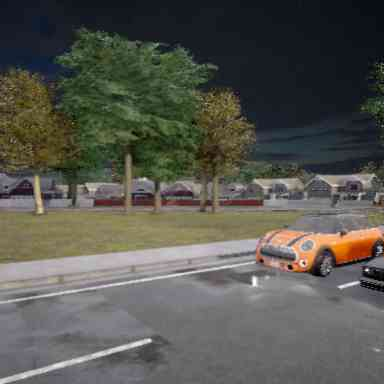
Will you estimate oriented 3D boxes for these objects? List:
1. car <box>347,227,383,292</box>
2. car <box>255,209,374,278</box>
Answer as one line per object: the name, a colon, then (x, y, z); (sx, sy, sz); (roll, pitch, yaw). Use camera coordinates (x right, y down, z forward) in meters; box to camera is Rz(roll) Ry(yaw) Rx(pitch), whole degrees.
car: (6.305, 1.661, 8.183); (5.357, 1.411, 2.033); (1, 0, -36)
car: (4.160, 1.462, 10.644); (4.553, 1.767, 2.097); (1, 0, -35)
